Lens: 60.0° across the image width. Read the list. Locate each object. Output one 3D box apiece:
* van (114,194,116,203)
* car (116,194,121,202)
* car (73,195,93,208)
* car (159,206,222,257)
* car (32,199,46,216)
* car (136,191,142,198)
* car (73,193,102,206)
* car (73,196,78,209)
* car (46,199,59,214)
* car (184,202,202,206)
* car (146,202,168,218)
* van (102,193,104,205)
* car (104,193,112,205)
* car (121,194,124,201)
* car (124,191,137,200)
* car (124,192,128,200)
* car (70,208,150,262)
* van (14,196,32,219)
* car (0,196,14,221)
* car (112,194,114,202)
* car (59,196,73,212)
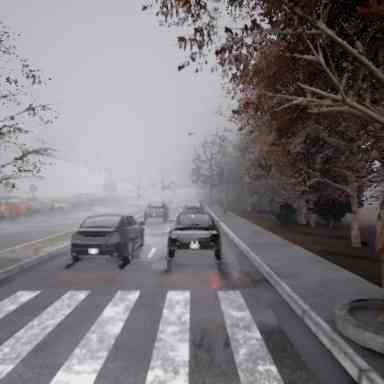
[{"bbox_3d":[-16.942,1.135,61.672,4.442,1.987,1.878,-1,1,-20],"label":"van"},{"bbox_3d":[-16.799,1.202,64.708,4.553,1.767,2.185,-1,1,-20],"label":"car"},{"bbox_3d":[-16.841,1.547,46.800,4.674,1.452,2.002,-1,1,-20],"label":"car"},{"bbox_3d":[0.092,1.515,13.034,2.128,1.511,4.902,0,0,0],"label":"car"},{"bbox_3d":[-16.855,1.614,31.874,4.674,1.452,2.002,-1,0,-20],"label":"car"},{"bbox_3d":[-16.974,1.077,88.629,5.366,1.575,1.946,-1,1,-20],"label":"car"},{"bbox_3d":[-16.872,1.231,49.768,5.566,2.045,2.435,-1,1,-20],"label":"car"},{"bbox_3d":[-16.824,1.578,40.843,4.792,1.488,2.163,-1,0,-20],"label":"car"},{"bbox_3d":[-16.884,1.603,34.846,4.792,1.488,2.163,-1,0,-20],"label":"car"},{"bbox_3d":[0.099,1.584,28.415,1.837,1.490,4.892,0,0,0],"label":"car"},{"bbox_3d":[-2.901,1.571,28.125,2.128,1.511,4.902,0,0,0],"label":"car"},{"bbox_3d":[-16.734,1.224,52.811,4.442,1.987,1.878,-1,0,-20],"label":"van"},{"bbox_3d":[-16.815,1.169,55.764,5.566,2.045,2.435,-1,0,-20],"label":"car"},{"bbox_3d":[-16.819,1.337,67.682,4.674,1.452,2.002,-1,1,-20],"label":"car"},{"bbox_3d":[-16.783,1.171,82.705,4.792,1.488,2.163,-1,0,-20],"label":"car"},{"bbox_3d":[-16.795,1.295,70.700,4.792,1.488,2.163,-1,0,-20],"label":"car"},{"bbox_3d":[-2.911,1.525,12.279,1.837,1.490,4.892,0,0,0],"label":"car"},{"bbox_3d":[-16.759,1.349,28.941,4.442,1.987,1.878,-1,0,-20],"label":"van"},{"bbox_3d":[-16.839,1.443,25.914,4.553,1.767,2.185,-1,0,-20],"label":"car"},{"bbox_3d":[-16.827,1.391,58.735,4.892,1.521,2.231,-1,1,-20],"label":"car"},{"bbox_3d":[-16.682,1.556,37.915,5.366,1.575,1.946,-1,0,-20],"label":"car"}]
